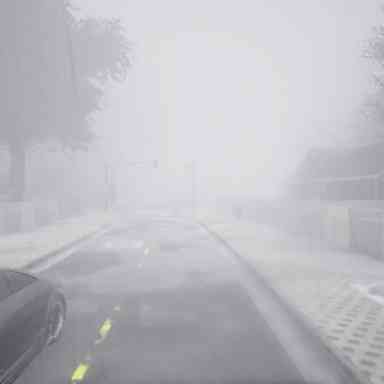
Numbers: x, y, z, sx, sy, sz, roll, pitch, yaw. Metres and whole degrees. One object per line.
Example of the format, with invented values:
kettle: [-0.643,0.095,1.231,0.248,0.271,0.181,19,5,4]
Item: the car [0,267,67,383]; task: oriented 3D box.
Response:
car: [-2.939,1.583,3.582,1.994,1.385,4.181,0,0,-1]
